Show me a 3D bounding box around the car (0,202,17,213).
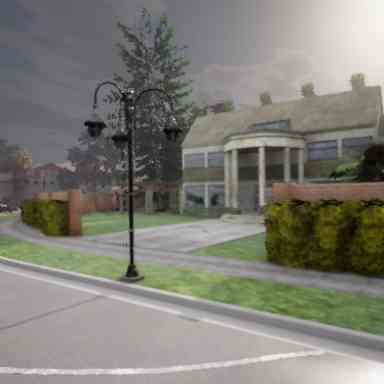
[{"bbox_3d":[-23.964,1.953,40.816,2.033,1.411,5.357,-1,-1,9],"label":"car"}]
